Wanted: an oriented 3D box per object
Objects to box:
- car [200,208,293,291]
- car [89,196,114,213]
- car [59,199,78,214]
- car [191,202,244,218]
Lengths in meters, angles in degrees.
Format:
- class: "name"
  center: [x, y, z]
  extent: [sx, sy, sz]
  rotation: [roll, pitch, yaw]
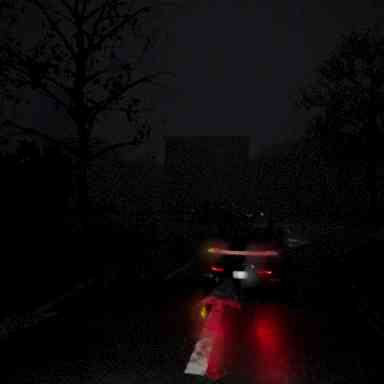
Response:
- class: "car"
  center: [1.631, 1.433, 9.018]
  extent: [2.128, 1.511, 4.902]
  rotation: [0, 0, 16]
- class: "car"
  center: [-9.736, 1.248, 35.170]
  extent: [2.185, 1.767, 4.553]
  rotation: [-1, 0, 1]
- class: "car"
  center: [-12.768, 1.422, 35.255]
  extent: [2.097, 1.535, 5.008]
  rotation: [-1, 0, 1]
- class: "car"
  center: [2.371, 1.401, 23.421]
  extent: [5.357, 1.411, 2.033]
  rotation: [0, 0, 43]
